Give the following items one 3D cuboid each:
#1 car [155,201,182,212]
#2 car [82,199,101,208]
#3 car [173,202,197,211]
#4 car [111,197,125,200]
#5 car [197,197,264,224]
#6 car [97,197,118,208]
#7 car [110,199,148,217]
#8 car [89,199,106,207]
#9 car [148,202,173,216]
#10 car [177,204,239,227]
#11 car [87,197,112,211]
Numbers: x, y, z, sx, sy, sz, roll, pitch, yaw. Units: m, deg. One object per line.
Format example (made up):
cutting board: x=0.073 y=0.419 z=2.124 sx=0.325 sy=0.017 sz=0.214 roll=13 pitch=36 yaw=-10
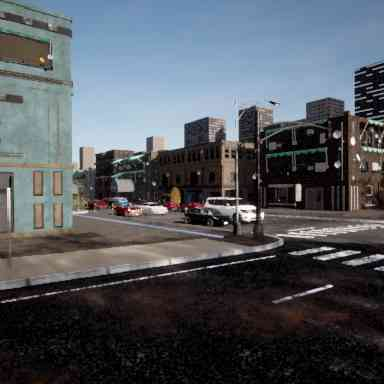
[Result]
car: x=-3.293 y=1.966 z=45.638 sx=1.802 sy=1.307 sz=4.206 roll=-2 pitch=0 yaw=-36
car: x=-19.206 y=2.159 z=63.449 sx=2.128 sy=1.511 sz=4.902 roll=-1 pitch=0 yaw=-36
car: x=-0.074 y=1.903 z=41.137 sx=1.802 sy=1.307 sz=4.206 roll=-2 pitch=0 yaw=-36
car: x=-13.429 y=2.066 z=55.370 sx=1.837 sy=1.490 sz=4.892 roll=-1 pitch=0 yaw=-36
car: x=3.164 y=1.446 z=26.668 sx=2.150 sy=2.045 sz=5.566 roll=-1 pitch=0 yaw=-35
car: x=-16.180 y=1.939 z=63.646 sx=2.192 sy=1.841 sz=5.009 roll=-1 pitch=0 yaw=-36
car: x=-6.892 y=1.846 z=36.259 sx=1.967 sy=1.590 sz=4.097 roll=-1 pitch=0 yaw=-36
car: x=-19.395 y=2.227 z=68.148 sx=1.887 sy=1.381 sz=4.507 roll=-1 pitch=0 yaw=-36
car: x=-4.451 y=1.899 z=37.330 sx=1.812 sy=1.442 sz=4.674 roll=-1 pitch=0 yaw=-35
car: x=1.084 y=1.814 z=24.902 sx=1.947 sy=1.339 sz=4.313 roll=-2 pitch=0 yaw=-36
car: x=-14.645 y=2.045 z=51.694 sx=1.882 sy=1.535 sz=5.008 roll=-1 pitch=0 yaw=-35
